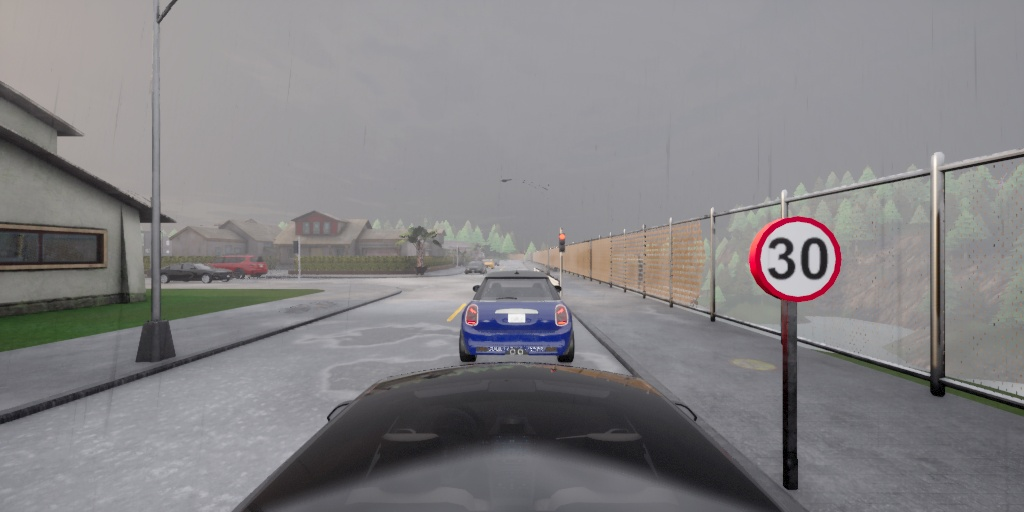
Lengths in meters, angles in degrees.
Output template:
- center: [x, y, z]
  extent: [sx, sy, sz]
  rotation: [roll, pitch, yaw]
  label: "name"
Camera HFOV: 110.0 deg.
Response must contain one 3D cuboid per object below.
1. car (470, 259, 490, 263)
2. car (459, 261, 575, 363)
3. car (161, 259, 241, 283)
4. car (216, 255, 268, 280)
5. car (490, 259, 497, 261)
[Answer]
- center: [-3.827, 1.255, 38.719]
  extent: [1.837, 1.490, 4.892]
  rotation: [0, 0, 3]
  label: "car"
- center: [0.117, 1.102, 8.357]
  extent: [2.097, 1.767, 4.553]
  rotation: [0, 0, 1]
  label: "car"
- center: [-23.612, 1.228, 26.708]
  extent: [5.008, 1.535, 1.882]
  rotation: [0, 0, 1]
  label: "car"
- center: [-24.179, 0.971, 30.847]
  extent: [5.566, 2.045, 2.150]
  rotation: [0, 0, 2]
  label: "car"
- center: [-3.636, 1.227, 52.748]
  extent: [1.882, 1.535, 5.008]
  rotation: [0, 0, 1]
  label: "car"
